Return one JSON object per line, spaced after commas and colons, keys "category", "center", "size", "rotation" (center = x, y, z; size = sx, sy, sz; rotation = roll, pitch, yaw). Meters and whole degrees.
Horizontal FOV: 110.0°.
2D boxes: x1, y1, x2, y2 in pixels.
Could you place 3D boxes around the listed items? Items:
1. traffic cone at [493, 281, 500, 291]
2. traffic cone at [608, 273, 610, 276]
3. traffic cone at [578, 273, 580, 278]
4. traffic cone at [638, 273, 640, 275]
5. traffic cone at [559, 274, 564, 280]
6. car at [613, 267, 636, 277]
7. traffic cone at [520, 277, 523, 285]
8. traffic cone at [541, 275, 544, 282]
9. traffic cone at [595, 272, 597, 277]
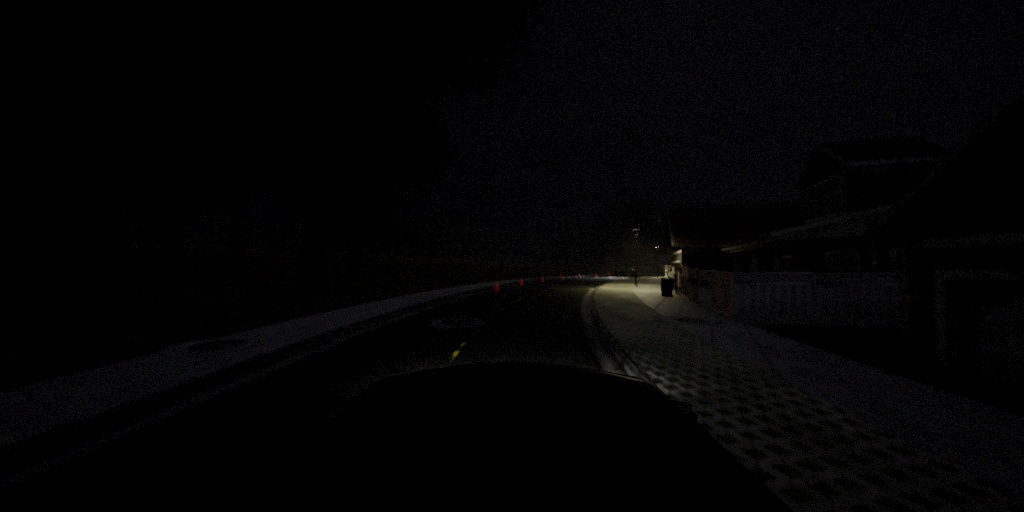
{"category": "traffic cone", "center": [-0.925, 1.804, 21.793], "size": [0.340, 0.580, 0.340], "rotation": [0, 0, 17]}
{"category": "traffic cone", "center": [13.250, 2.488, 48.918], "size": [0.340, 0.580, 0.340], "rotation": [0, 0, 34]}
{"category": "traffic cone", "center": [7.606, 2.204, 40.572], "size": [0.340, 0.580, 0.340], "rotation": [0, 0, 32]}
{"category": "traffic cone", "center": [21.694, 2.945, 61.306], "size": [0.340, 0.580, 0.340], "rotation": [0, 0, 34]}
{"category": "traffic cone", "center": [4.983, 2.081, 36.114], "size": [0.340, 0.580, 0.340], "rotation": [0, 0, 28]}
{"category": "car", "center": [15.119, 2.124, 48.076], "size": [1.895, 1.301, 4.718], "rotation": [-1, -2, 34]}
{"category": "traffic cone", "center": [0.708, 1.880, 26.702], "size": [0.340, 0.580, 0.340], "rotation": [0, 0, 20]}
{"category": "traffic cone", "center": [2.680, 1.973, 31.483], "size": [0.340, 0.580, 0.340], "rotation": [0, 0, 24]}
{"category": "traffic cone", "center": [10.435, 2.343, 44.788], "size": [0.340, 0.580, 0.340], "rotation": [0, 0, 34]}
